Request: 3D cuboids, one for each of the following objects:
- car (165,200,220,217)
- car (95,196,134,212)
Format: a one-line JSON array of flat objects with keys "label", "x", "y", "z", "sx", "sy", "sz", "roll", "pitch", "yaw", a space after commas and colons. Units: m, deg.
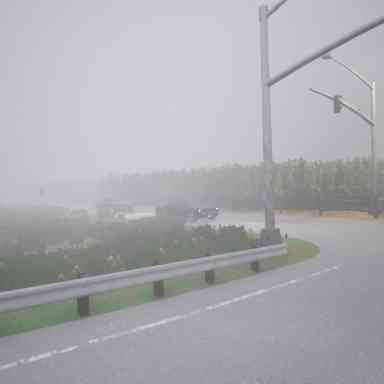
[{"label": "car", "x": -0.370, "y": 1.180, "z": 22.021, "sx": 1.895, "sy": 1.301, "sz": 4.718, "roll": -3, "pitch": 2, "yaw": -41}, {"label": "car", "x": -7.036, "y": 1.124, "z": 29.821, "sx": 1.837, "sy": 1.490, "sz": 4.892, "roll": -3, "pitch": 2, "yaw": -40}]
